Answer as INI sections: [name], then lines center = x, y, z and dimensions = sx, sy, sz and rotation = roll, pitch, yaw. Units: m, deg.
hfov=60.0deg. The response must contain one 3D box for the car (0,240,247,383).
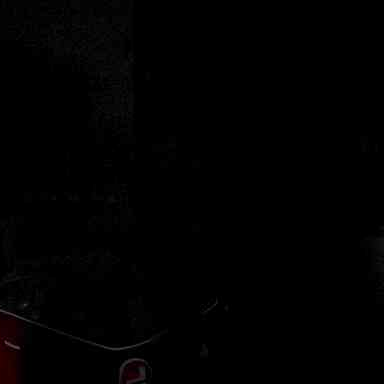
[car]
center = -1.519, 1.440, 4.027
dimensions = 4.097, 1.590, 1.967
rotation = 0, 0, 35
